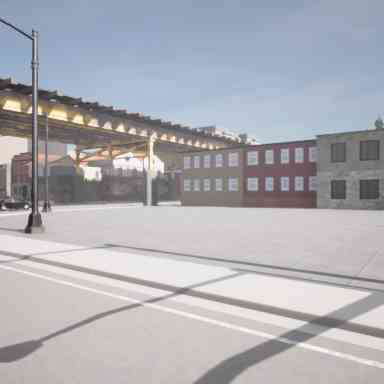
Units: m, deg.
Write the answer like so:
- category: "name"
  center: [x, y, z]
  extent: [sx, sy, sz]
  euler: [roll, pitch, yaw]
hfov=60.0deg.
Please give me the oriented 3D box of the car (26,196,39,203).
- category: "car"
  center: [-28.348, 1.295, 59.145]
  extent: [1.853, 1.218, 4.536]
  euler: [0, 0, -24]

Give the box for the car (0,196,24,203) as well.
- category: "car"
  center: [-31.899, 1.295, 57.865]
  extent: [4.536, 1.218, 1.853]
  euler: [0, 0, 6]

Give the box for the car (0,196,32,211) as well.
- category: "car"
  center: [-21.707, 1.491, 39.867]
  extent: [2.128, 1.511, 4.902]
  euler: [0, 0, 24]

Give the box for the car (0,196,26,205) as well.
- category: "car"
  center: [-31.847, 1.453, 57.860]
  extent: [4.974, 1.542, 2.038]
  euler: [0, 0, 6]
